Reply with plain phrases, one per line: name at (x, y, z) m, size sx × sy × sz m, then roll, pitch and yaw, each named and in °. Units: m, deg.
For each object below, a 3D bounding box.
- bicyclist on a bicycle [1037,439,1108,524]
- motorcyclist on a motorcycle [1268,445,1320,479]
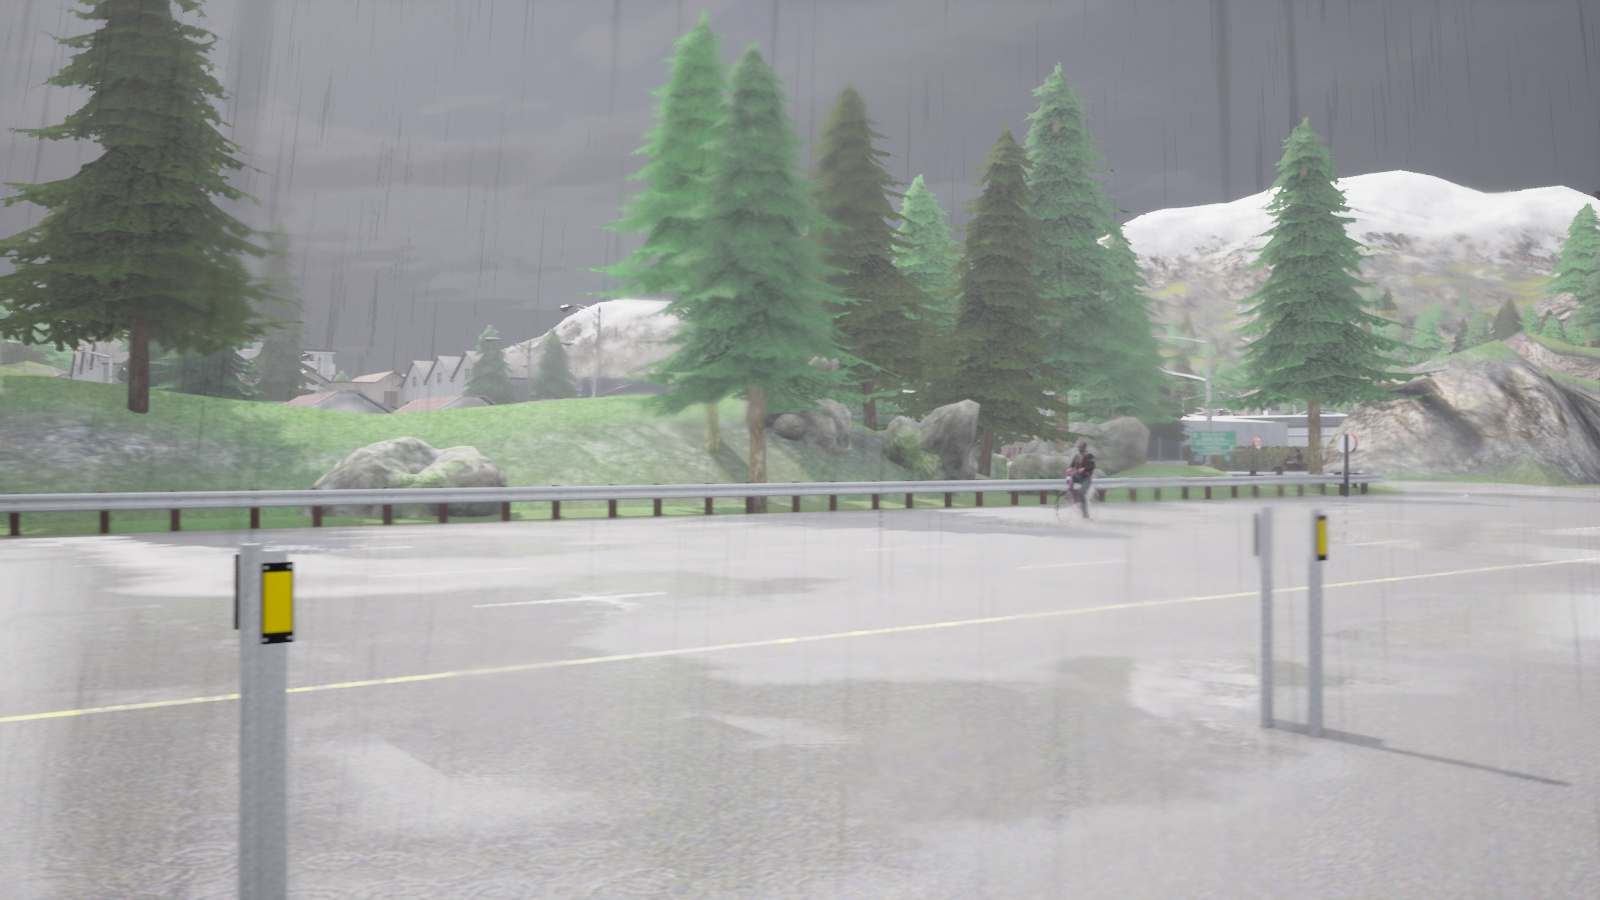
bicyclist on a bicycle at (5.889, 0.669, 27.078) m, size 0.659 × 1.776 × 1.843 m, roll 0°, pitch 0°, yaw 42°
motorcyclist on a motorcycle at (24.315, 0.599, 61.884) m, size 0.766 × 1.649 × 2.350 m, roll 0°, pitch 0°, yaw -35°
